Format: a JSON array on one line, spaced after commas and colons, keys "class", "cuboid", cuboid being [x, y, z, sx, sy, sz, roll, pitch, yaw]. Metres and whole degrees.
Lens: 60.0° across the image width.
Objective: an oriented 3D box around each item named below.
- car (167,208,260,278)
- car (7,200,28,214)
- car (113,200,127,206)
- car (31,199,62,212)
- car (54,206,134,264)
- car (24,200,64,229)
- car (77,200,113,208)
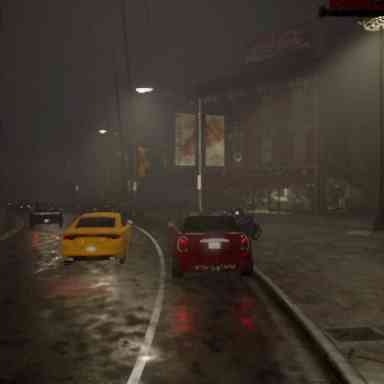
[{"class": "car", "cuboid": [0.332, 1.347, 10.349, 2.097, 1.767, 4.553, 0, 0, -6]}, {"class": "car", "cuboid": [-18.297, 1.547, 35.720, 2.033, 1.411, 5.357, 0, 0, -41]}, {"class": "car", "cuboid": [-8.910, 1.512, 34.502, 2.002, 1.452, 4.674, 0, 0, -35]}, {"class": "car", "cuboid": [-17.525, 1.597, 39.992, 1.895, 1.301, 4.718, 0, 0, -44]}, {"class": "car", "cuboid": [-3.222, 1.475, 11.942, 1.882, 1.535, 5.008, 0, 0, -8]}, {"class": "car", "cuboid": [-9.560, 1.488, 21.888, 2.128, 1.511, 4.902, 0, 0, -23]}, {"class": "car", "cuboid": [-8.040, 1.499, 26.809, 1.837, 1.490, 4.892, 0, 0, -27]}]
